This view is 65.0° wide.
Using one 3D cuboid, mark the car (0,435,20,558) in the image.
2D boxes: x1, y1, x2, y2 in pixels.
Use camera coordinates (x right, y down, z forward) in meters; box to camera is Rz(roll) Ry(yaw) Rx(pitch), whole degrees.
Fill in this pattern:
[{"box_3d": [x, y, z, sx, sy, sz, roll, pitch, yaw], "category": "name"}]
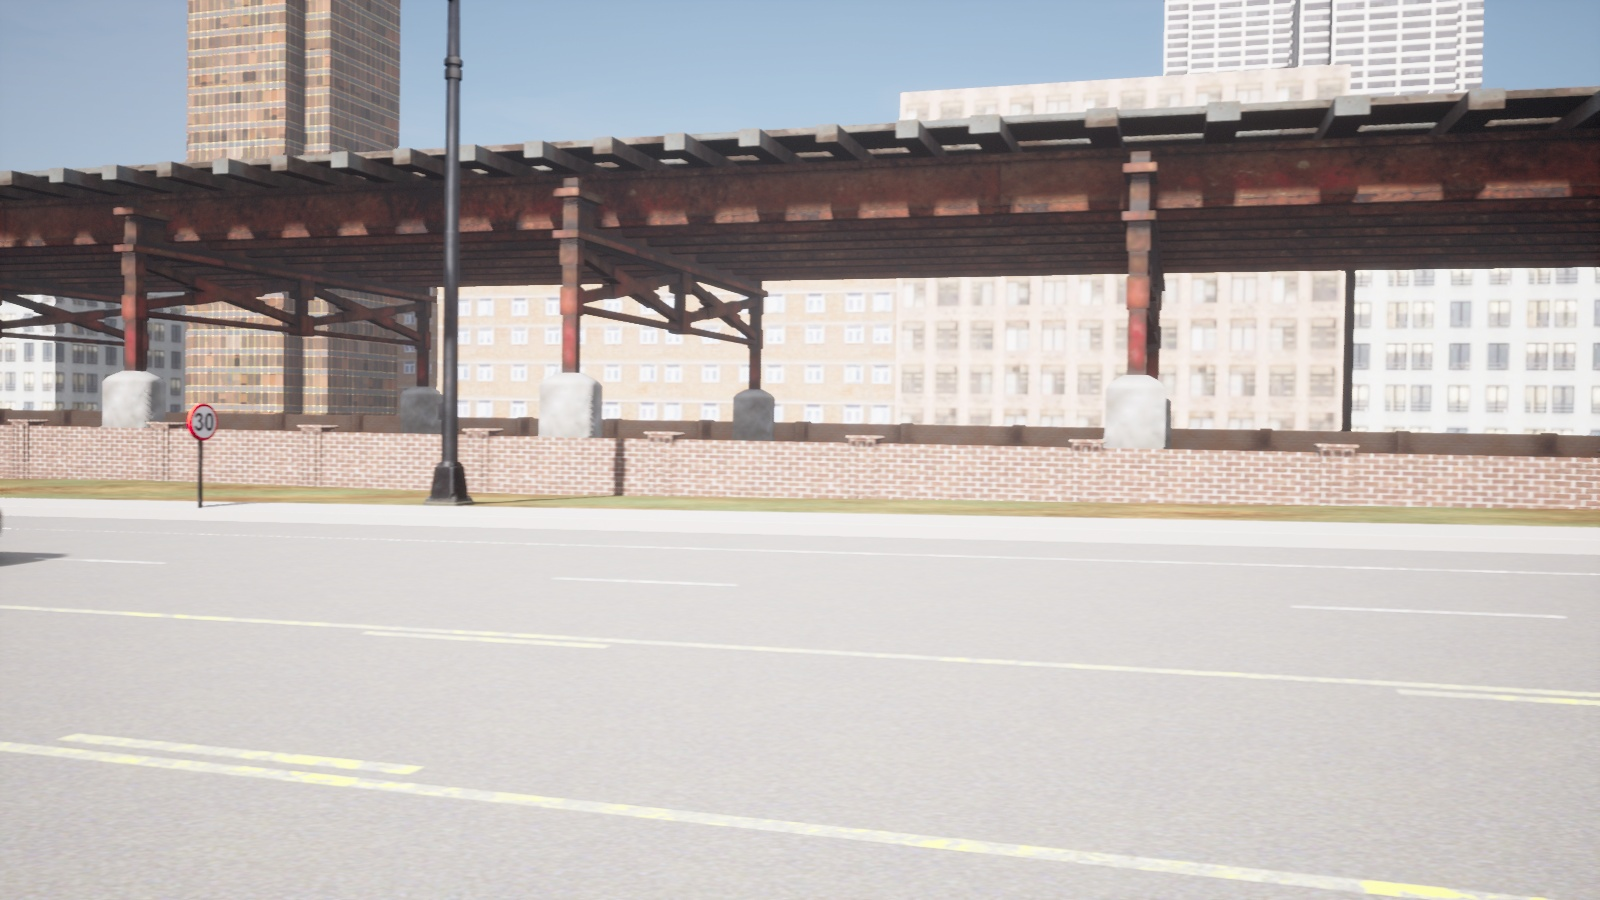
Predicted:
[{"box_3d": [-11.742, 0.557, 14.741, 4.193, 1.474, 1.816, 0, 1, 8], "category": "car"}]
